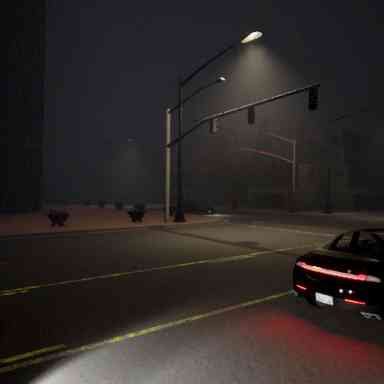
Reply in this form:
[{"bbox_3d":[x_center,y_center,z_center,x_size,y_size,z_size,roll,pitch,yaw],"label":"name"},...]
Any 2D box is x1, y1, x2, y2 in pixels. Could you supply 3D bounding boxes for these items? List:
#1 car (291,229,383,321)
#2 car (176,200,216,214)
[{"bbox_3d":[4.098,1.503,6.727,4.902,1.511,2.128,0,0,-35],"label":"car"},{"bbox_3d":[0.265,1.624,36.056,2.033,1.411,5.357,1,-1,-35],"label":"car"}]
